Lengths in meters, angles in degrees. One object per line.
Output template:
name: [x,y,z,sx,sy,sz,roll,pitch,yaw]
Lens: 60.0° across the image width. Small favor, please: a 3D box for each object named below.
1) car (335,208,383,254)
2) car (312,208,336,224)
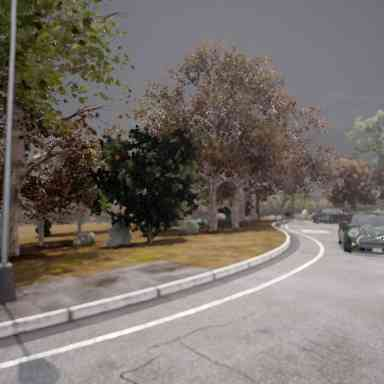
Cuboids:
car: [7.838,1.700,14.817,2.097,1.767,4.553,1,-1,19]
car: [13.597,2.361,32.965,1.837,1.490,4.892,-1,-3,44]
